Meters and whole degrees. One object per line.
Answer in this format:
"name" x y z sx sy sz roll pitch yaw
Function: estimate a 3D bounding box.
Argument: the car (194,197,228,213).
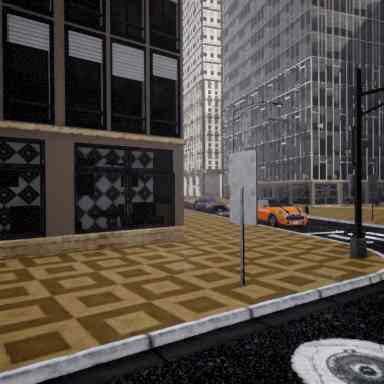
"car" 1.694 1.208 32.320 2.033 1.411 5.357 0 1 -17

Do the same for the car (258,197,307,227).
"car" 5.330 1.172 21.451 2.097 1.767 4.553 -1 1 -18
